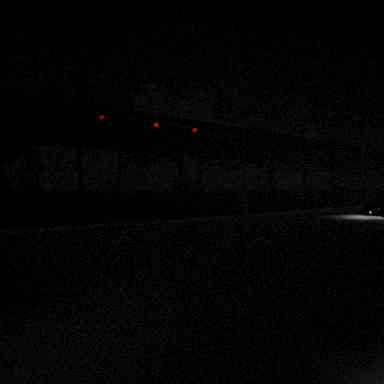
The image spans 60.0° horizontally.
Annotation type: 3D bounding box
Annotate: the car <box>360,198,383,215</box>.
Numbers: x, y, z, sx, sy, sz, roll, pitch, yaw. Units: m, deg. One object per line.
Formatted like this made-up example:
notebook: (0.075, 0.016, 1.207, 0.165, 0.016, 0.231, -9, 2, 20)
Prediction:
car: (16.838, 1.228, 28.895, 5.357, 1.411, 2.033, -1, 1, -36)
